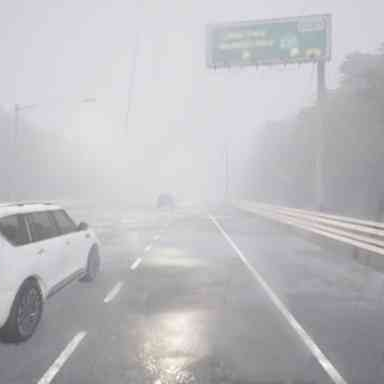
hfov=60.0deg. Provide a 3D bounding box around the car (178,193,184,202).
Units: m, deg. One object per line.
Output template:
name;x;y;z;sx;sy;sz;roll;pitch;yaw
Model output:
car;-3.481;1.581;74.374;1.994;1.385;4.181;0;0;0

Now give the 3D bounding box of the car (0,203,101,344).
car;-3.500;1.222;6.539;2.150;2.045;5.566;0;0;0

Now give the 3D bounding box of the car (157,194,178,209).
car;-3.493;1.230;45.231;2.150;2.045;5.566;0;0;0
